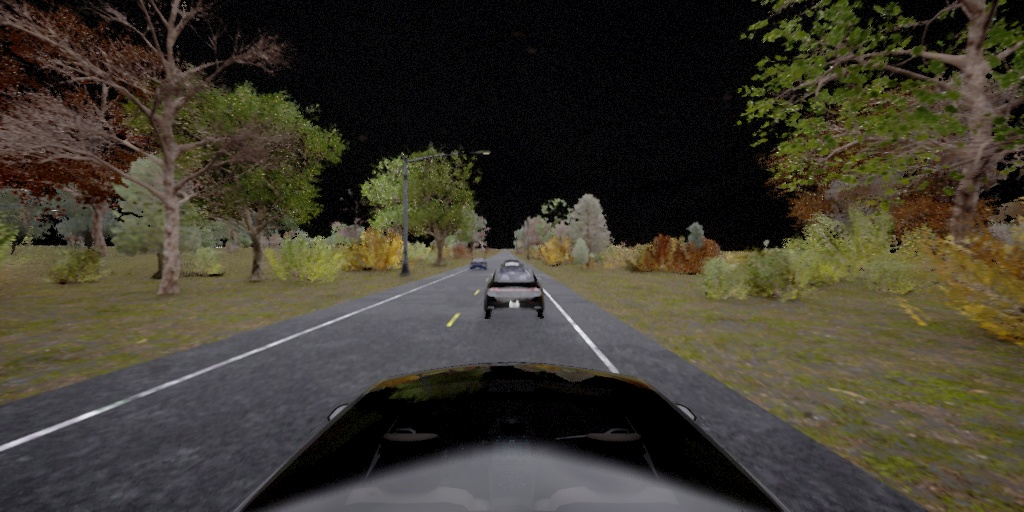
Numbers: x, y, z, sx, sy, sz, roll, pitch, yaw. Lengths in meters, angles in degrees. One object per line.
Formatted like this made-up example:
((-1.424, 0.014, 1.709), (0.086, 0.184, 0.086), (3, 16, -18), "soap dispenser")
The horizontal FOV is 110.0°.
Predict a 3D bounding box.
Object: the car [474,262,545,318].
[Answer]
((0.068, 1.144, 12.482), (2.128, 1.511, 4.902), (0, 1, 0), "car")

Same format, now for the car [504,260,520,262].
((0.007, 1.025, 28.784), (1.812, 1.442, 4.674), (0, 1, 0), "car")

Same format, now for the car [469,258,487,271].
((-3.761, 0.924, 41.307), (2.033, 1.411, 5.357), (0, 1, 0), "car")
